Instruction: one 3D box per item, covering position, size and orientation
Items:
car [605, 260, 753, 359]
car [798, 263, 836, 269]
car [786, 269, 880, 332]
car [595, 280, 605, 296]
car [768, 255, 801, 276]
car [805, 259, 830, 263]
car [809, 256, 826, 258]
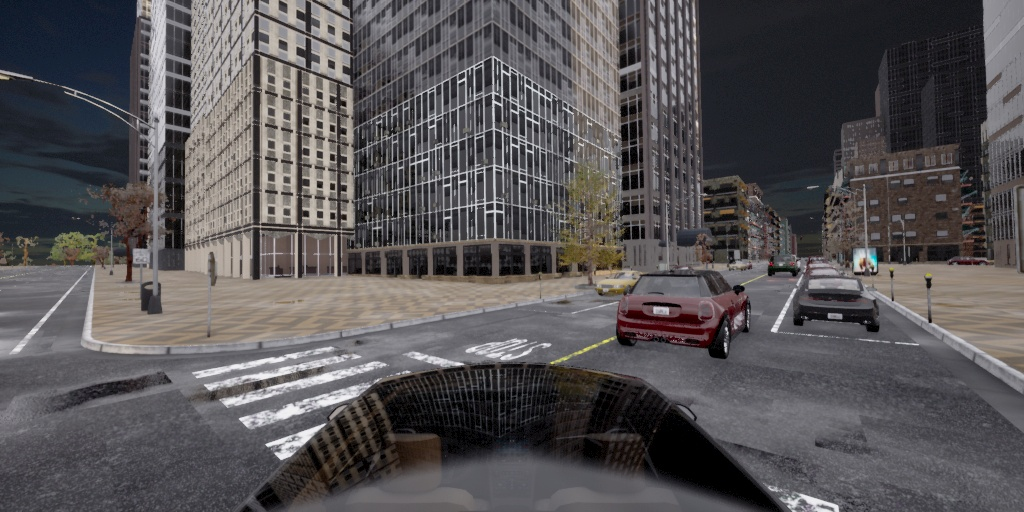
[{"bbox_3d":[4.313,1.097,8.709,2.097,1.767,4.553,-2,-1,40],"label":"car"},{"bbox_3d":[16.369,1.226,18.861,1.802,1.307,4.207,0,0,40],"label":"car"},{"bbox_3d":[9.223,1.217,10.342,2.007,1.370,4.403,0,0,40],"label":"car"},{"bbox_3d":[6.269,1.396,19.856,1.751,1.417,4.829,0,0,40],"label":"car"},{"bbox_3d":[26.384,0.896,34.913,2.150,2.045,5.566,-2,-1,40],"label":"car"},{"bbox_3d":[23.515,1.167,27.380,1.888,1.381,4.507,0,0,40],"label":"car"},{"bbox_3d":[34.233,0.903,40.157,2.192,1.841,5.009,0,0,40],"label":"car"}]
